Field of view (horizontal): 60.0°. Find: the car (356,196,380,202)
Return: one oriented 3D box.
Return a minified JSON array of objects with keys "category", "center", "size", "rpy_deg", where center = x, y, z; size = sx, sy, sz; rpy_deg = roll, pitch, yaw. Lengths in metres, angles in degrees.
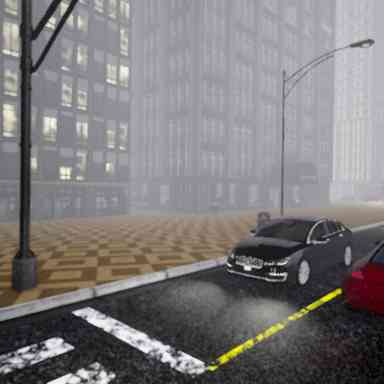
[{"category":"car","center":[42.078,1.616,78.811],"size":[1.947,1.339,4.313],"rpy_deg":[-1,0,-32]}]

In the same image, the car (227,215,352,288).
[{"category":"car","center":[2.947,1.447,9.327],"size":[1.837,1.490,4.892],"rpy_deg":[1,2,44]}]

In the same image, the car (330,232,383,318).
[{"category":"car","center":[4.619,1.554,6.649],"size":[1.994,1.385,4.181],"rpy_deg":[1,1,44]}]

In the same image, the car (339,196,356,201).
[{"category":"car","center":[39.136,1.638,83.606],"size":[1.947,1.339,4.313],"rpy_deg":[-1,0,-32]}]
